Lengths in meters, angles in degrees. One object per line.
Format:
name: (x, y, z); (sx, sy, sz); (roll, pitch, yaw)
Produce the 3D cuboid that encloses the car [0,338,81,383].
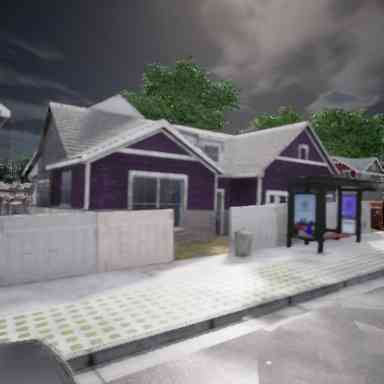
car: (-2.936, 1.554, 0.961); (5.357, 1.411, 2.033); (0, 0, -35)
